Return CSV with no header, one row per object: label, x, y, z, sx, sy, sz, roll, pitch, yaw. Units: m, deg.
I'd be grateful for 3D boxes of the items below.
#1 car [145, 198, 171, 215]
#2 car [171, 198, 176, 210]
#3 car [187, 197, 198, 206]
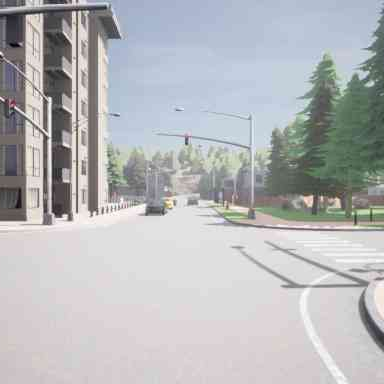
car,-3.517,1.478,33.480,1.882,1.535,5.008,0,0,0
car,-3.483,1.478,43.441,1.882,1.535,5.008,0,0,0
car,0.140,1.547,55.665,2.033,1.411,5.357,0,0,0
